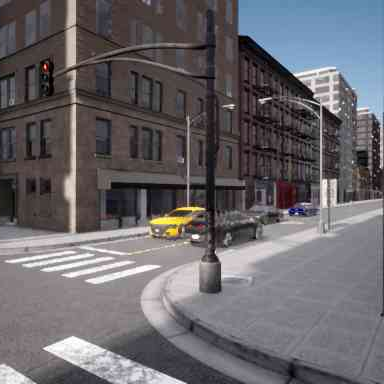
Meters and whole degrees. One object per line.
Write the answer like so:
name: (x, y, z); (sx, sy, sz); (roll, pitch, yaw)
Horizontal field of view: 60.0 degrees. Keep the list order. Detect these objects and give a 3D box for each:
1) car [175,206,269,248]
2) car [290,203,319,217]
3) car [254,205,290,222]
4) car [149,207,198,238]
car: (1.607, 1.599, 15.557); (1.837, 1.490, 4.892); (0, 0, 37)
car: (11.521, 1.815, 34.329); (1.895, 1.301, 4.718); (0, 0, 36)
car: (5.533, 1.704, 25.949); (2.033, 1.411, 5.357); (0, 0, 35)
car: (-0.208, 1.575, 17.891); (1.882, 1.535, 5.008); (0, 0, 35)
